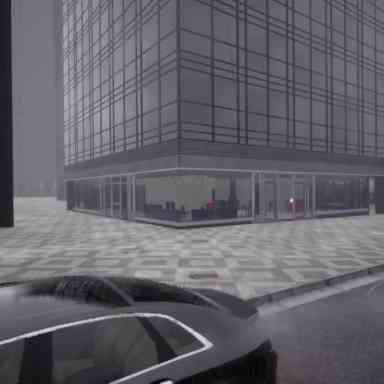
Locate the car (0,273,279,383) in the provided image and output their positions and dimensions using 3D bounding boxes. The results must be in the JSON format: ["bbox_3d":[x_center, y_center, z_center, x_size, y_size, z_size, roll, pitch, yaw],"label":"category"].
[{"bbox_3d":[-1.480,1.505,2.327,4.892,1.490,1.837,0,0,-35],"label":"car"}]
